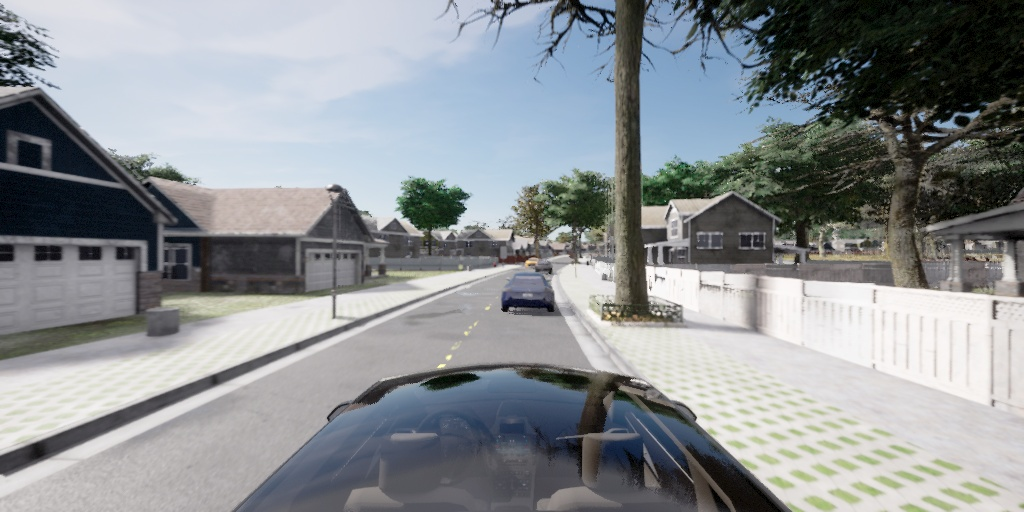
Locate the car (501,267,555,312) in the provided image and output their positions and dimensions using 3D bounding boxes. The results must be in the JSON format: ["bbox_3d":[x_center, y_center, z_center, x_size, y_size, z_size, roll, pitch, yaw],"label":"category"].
[{"bbox_3d":[0.668,1.344,14.542,1.994,1.385,4.181,0,0,3],"label":"car"}]

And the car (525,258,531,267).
[{"bbox_3d":[3.270,1.083,54.832,1.882,1.535,5.008,1,0,12],"label":"car"}]

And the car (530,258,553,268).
[{"bbox_3d":[3.677,1.226,41.237,2.128,1.511,4.902,1,1,9],"label":"car"}]
